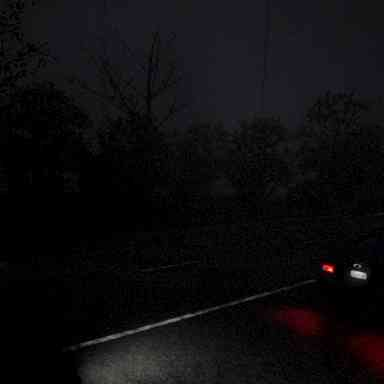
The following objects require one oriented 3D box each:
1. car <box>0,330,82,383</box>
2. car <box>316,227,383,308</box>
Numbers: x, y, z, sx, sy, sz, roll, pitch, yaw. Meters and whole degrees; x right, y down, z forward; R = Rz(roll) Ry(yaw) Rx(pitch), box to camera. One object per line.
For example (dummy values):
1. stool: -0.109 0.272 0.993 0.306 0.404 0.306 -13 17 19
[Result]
1. car: -3.019 1.501 1.591 4.892 1.490 1.837 0 0 -36
2. car: 4.943 1.452 7.274 5.357 1.411 2.033 -1 1 -36
